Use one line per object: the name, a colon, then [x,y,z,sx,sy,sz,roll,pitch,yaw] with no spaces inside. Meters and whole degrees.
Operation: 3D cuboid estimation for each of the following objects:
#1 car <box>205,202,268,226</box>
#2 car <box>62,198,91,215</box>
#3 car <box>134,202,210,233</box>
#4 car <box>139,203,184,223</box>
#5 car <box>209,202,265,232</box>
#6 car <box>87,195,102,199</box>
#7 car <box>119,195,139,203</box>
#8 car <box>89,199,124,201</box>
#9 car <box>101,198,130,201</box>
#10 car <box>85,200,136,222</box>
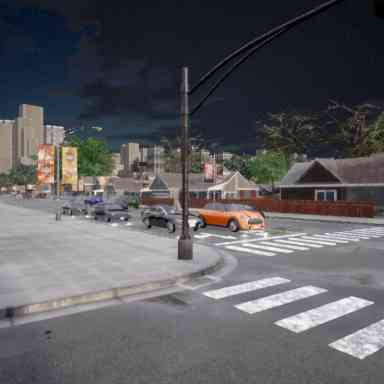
car: [3.256,1.584,25.570,1.882,1.535,5.008,0,0,-35]
car: [-13.105,1.729,37.033,1.837,1.490,4.892,0,0,-35]
car: [-1.377,1.592,20.540,2.128,1.511,4.902,0,0,-35]
car: [-2.643,1.705,27.930,1.994,1.385,4.181,0,0,-34]
car: [2.366,1.439,20.911,2.097,1.767,4.553,0,0,-36]
car: [-18.167,1.571,61.274,2.150,2.045,5.566,0,0,-35]
car: [-9.796,1.488,49.527,2.150,2.045,5.566,0,-1,-35]
car: [-9.829,1.780,38.029,1.994,1.385,4.181,0,0,-35]
car: [-10.571,1.852,45.011,1.895,1.301,4.718,0,0,-35]
car: [-7.092,1.709,28.555,2.033,1.411,5.357,0,0,-36]
